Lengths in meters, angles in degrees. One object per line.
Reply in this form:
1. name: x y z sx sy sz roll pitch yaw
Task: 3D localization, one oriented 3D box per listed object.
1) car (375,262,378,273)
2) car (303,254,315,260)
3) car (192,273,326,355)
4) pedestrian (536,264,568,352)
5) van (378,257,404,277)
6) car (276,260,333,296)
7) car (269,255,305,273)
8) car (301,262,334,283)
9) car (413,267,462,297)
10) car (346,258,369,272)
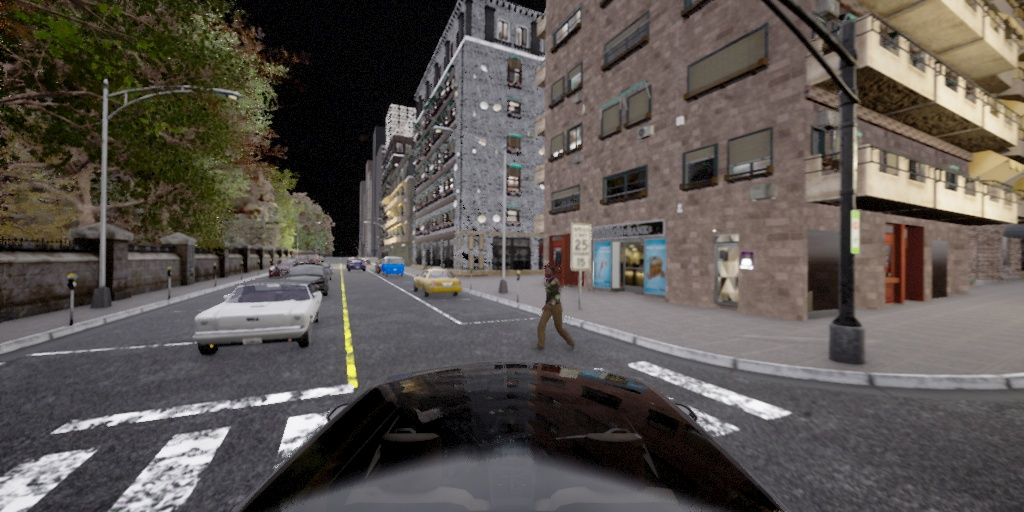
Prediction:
1. car: -13.453 1.026 38.134 1.967 1.591 4.097 0 0 -26
2. car: -23.404 0.773 39.498 2.192 1.841 5.009 0 0 -26
3. car: -5.768 1.267 8.688 1.895 1.301 4.718 1 0 -25
4. pedestrian: 0.820 1.046 7.381 0.375 1.860 0.375 1 -1 -26
5. van: -11.057 0.954 33.140 1.690 1.789 3.998 0 0 -26
6. car: -10.064 1.120 17.716 1.837 1.490 4.892 1 0 -26
7. car: -18.610 0.952 29.511 1.967 1.591 4.097 0 0 -26
8. car: -14.498 1.165 26.964 1.895 1.301 4.718 1 0 -26
9. car: -3.942 1.222 18.313 1.751 1.417 4.829 0 0 -26
10. car: -18.167 1.054 41.988 1.812 1.442 4.674 1 0 -26
